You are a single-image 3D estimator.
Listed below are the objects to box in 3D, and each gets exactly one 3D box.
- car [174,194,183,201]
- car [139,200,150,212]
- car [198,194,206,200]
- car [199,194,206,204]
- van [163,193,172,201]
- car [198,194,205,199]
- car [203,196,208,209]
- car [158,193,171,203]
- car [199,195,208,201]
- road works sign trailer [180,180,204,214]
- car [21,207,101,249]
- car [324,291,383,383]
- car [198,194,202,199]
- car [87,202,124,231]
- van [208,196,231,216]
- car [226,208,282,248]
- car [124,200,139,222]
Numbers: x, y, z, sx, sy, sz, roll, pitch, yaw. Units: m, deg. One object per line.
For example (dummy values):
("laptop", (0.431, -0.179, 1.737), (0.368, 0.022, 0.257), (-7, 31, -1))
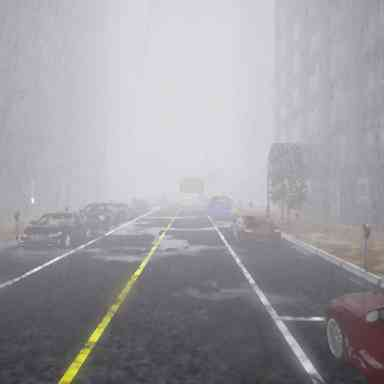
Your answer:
("car", (-3.000, 1.203, 76.665), (2.097, 1.767, 4.553), (0, 0, 0))
("car", (-5.691, 1.539, 37.162), (1.802, 1.307, 4.206), (0, 0, 0))
("car", (2.692, 1.289, 88.391), (1.967, 1.590, 4.097), (0, 0, 0))
("car", (2.691, 1.503, 59.929), (1.802, 1.307, 4.206), (0, 0, 0))
("van", (-5.689, 1.224, 77.010), (1.690, 1.788, 3.998), (0, 0, 0))
("car", (2.691, 1.271, 94.083), (1.967, 1.590, 4.097), (0, 0, 0))
("car", (2.690, 1.530, 42.852), (1.802, 1.307, 4.206), (0, 0, 0))
("car", (-5.690, 1.461, 65.625), (2.008, 1.369, 4.403), (0, 0, 0))
("car", (2.691, 1.434, 77.007), (2.008, 1.369, 4.403), (0, 0, 0))
("road works sign trailer", (0.000, 0.425, 34.485), (2.380, 3.560, 2.880), (0, 0, 0))
("car", (-5.691, 1.542, 14.393), (2.008, 1.369, 4.403), (0, 0, 0))
("car", (2.689, 1.581, 3.003), (1.802, 1.307, 4.206), (0, 0, 0))
("car", (2.691, 1.449, 71.314), (2.008, 1.369, 4.403), (0, 0, 0))
("car", (-5.691, 1.424, 20.086), (1.967, 1.590, 4.097), (0, 0, 0))
("van", (2.690, 1.307, 31.467), (1.690, 1.788, 3.998), (0, 0, 0))
("car", (2.690, 1.573, 14.391), (1.802, 1.307, 4.206), (0, 0, 0))
("car", (-5.691, 1.525, 25.778), (2.008, 1.369, 4.403), (0, 0, 0))
